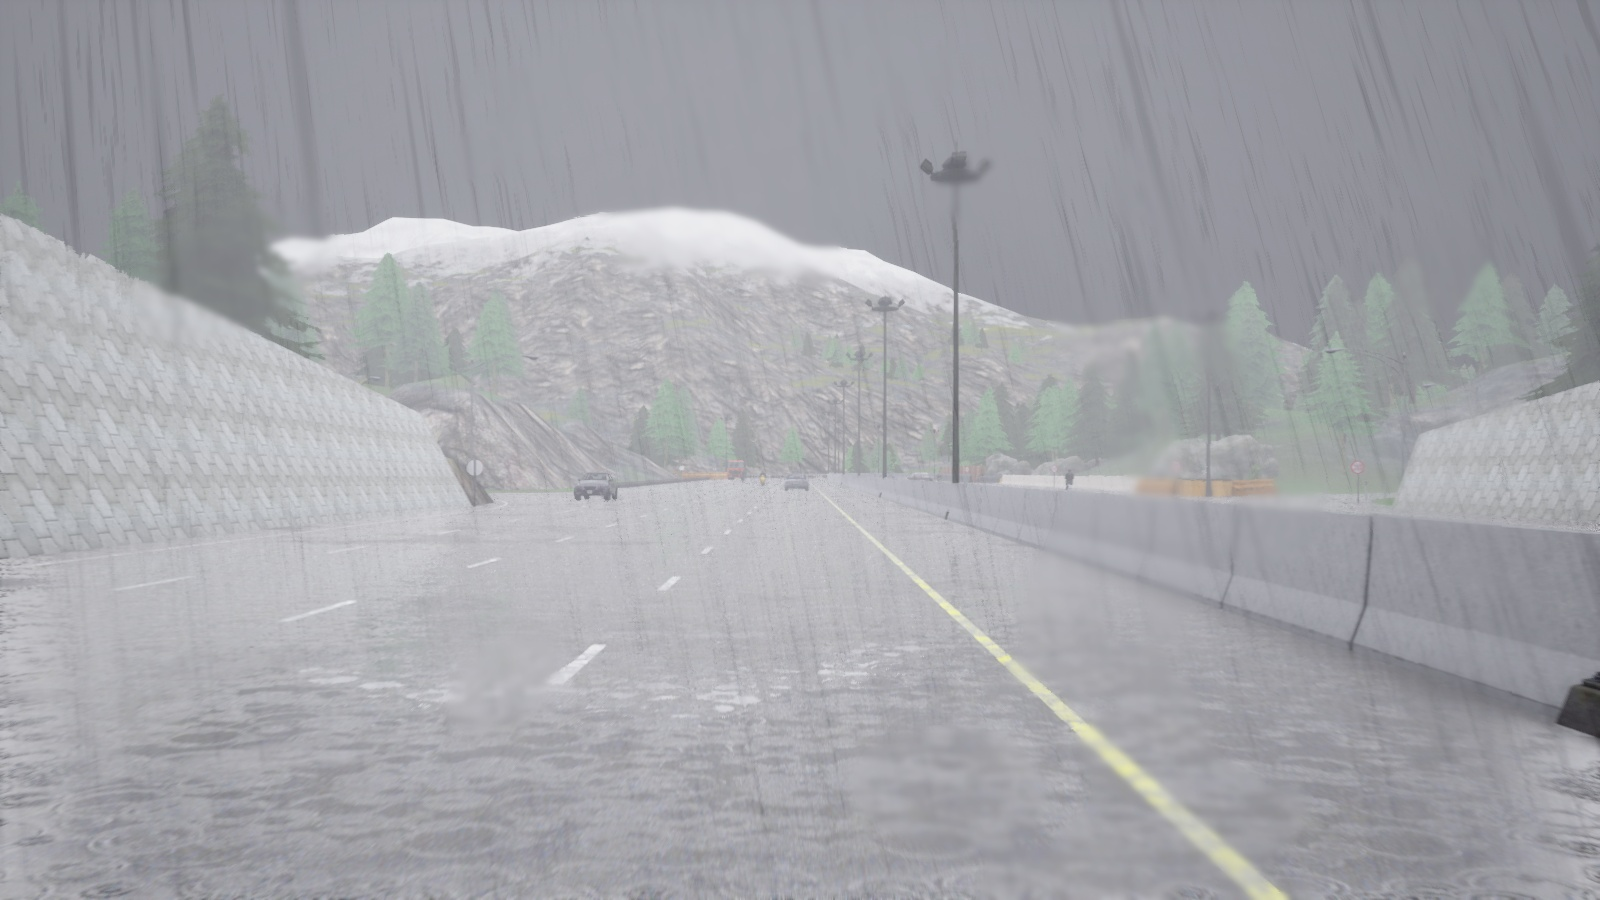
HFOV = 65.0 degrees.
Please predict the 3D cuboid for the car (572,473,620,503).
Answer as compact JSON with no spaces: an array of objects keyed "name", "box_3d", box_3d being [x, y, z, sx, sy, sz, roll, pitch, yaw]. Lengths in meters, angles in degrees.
[{"name":"car","box_3d":[-10.659,1.972,65.806,1.816,1.474,4.193,0,-1,0]}]
